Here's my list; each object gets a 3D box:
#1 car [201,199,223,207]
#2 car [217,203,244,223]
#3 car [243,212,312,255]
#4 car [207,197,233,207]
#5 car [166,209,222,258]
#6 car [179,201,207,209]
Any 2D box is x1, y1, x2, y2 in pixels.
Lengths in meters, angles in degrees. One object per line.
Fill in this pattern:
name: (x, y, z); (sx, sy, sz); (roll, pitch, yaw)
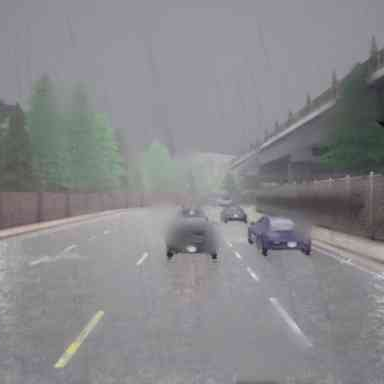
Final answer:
car: (4.161, 2.259, 69.051); (1.837, 1.490, 4.892); (-1, -1, 41)
car: (3.493, 1.878, 28.469); (1.994, 1.385, 4.181); (0, -1, 0)
car: (3.513, 1.679, 13.894); (1.812, 1.442, 4.674); (0, 0, 0)
car: (5.936, 1.945, 65.844); (2.150, 2.045, 5.566); (-1, -1, 43)
car: (0.010, 1.657, 13.498); (1.837, 1.490, 4.892); (0, 0, 0)
car: (-0.010, 1.664, 28.420); (2.097, 1.767, 4.553); (0, -1, 0)
